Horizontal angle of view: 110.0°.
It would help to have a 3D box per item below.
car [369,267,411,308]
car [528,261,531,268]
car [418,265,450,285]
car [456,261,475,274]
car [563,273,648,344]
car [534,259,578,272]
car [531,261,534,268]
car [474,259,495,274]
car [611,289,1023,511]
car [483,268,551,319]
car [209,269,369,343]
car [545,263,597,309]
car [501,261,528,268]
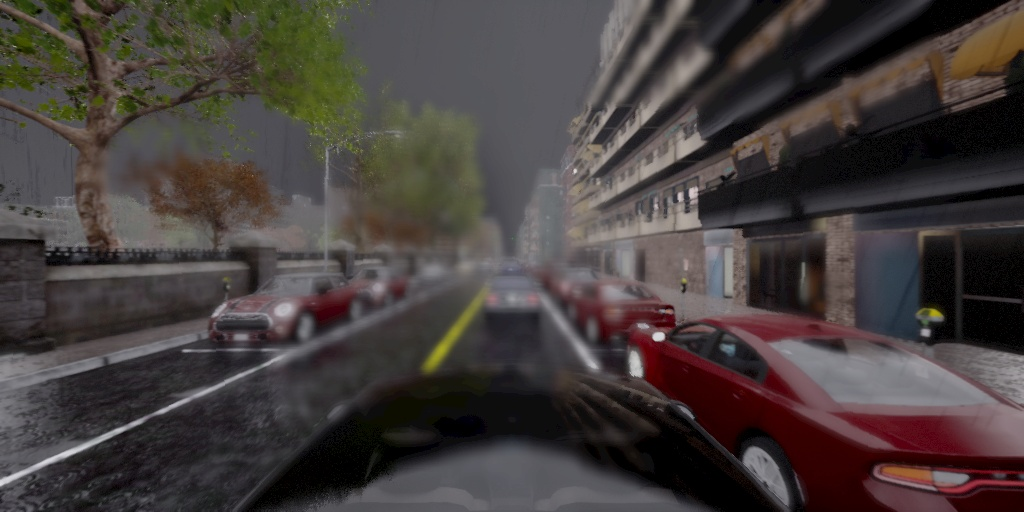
[{"bbox_3d":[-5.690,1.230,15.178,1.967,1.591,4.097,0,0,0],"label":"car"},{"bbox_3d":[2.689,1.323,43.330,1.967,1.591,4.097,0,0,0],"label":"car"},{"bbox_3d":[-5.690,1.376,26.439,2.007,1.370,4.403,0,0,0],"label":"car"},{"bbox_3d":[-5.691,1.408,43.160,1.751,1.417,4.829,0,0,0],"label":"car"},{"bbox_3d":[2.690,1.318,9.550,1.888,1.381,4.507,0,0,0],"label":"car"},{"bbox_3d":[2.690,1.123,20.809,2.192,1.841,5.009,0,0,0],"label":"car"},{"bbox_3d":[2.690,1.266,26.440,1.967,1.591,4.097,0,0,0],"label":"car"},{"bbox_3d":[-3.100,1.407,42.975,1.812,1.442,4.674,0,0,0],"label":"car"},{"bbox_3d":[2.691,1.301,3.920,1.888,1.381,4.507,0,0,0],"label":"car"},{"bbox_3d":[0.045,1.331,12.915,2.033,1.411,5.357,0,0,1],"label":"car"},{"bbox_3d":[-5.690,1.213,9.550,1.967,1.591,4.097,0,0,0],"label":"car"},{"bbox_3d":[2.691,1.231,15.179,1.967,1.591,4.097,0,0,0],"label":"car"},{"bbox_3d":[0.068,1.193,31.338,2.097,1.767,4.553,0,0,0],"label":"car"}]
